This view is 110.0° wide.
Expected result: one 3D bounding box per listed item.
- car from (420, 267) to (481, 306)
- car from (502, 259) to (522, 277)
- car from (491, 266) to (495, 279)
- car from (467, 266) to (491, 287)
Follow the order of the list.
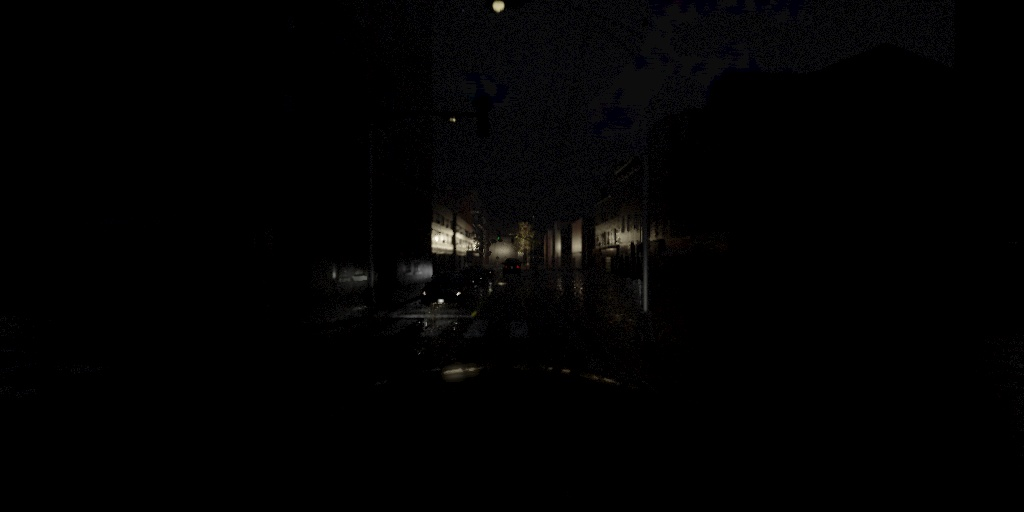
[{"bbox_3d":[-2.854,1.444,17.056,2.033,1.411,5.357,0,-1,0],"label":"car"},{"bbox_3d":[-0.013,1.398,43.135,2.150,2.045,5.566,0,0,0],"label":"car"},{"bbox_3d":[-2.861,1.712,37.785,1.895,1.301,4.718,0,-1,0],"label":"car"},{"bbox_3d":[-2.859,1.506,27.213,1.837,1.490,4.892,0,-1,0],"label":"car"}]
